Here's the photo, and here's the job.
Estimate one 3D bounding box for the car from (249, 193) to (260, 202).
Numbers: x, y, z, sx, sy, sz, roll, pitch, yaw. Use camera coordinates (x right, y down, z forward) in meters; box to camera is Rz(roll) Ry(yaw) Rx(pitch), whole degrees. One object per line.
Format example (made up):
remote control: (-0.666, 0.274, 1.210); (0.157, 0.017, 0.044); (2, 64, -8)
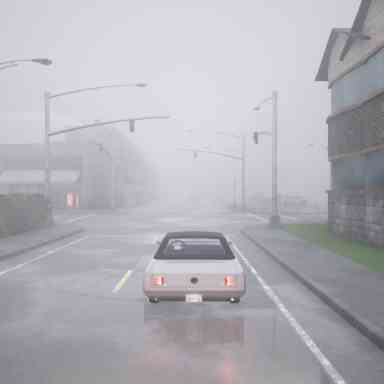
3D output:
car: (14.189, 1.092, 67.314); (3.866, 1.878, 1.905); (0, 0, 0)

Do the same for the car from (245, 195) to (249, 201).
car: (13.777, 1.113, 70.219); (4.605, 1.855, 1.932); (0, 0, 0)

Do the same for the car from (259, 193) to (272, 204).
car: (14.186, 1.169, 54.519); (5.027, 1.636, 2.152); (0, 0, 0)

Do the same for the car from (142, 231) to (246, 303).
car: (0.061, 1.601, 8.134); (1.895, 1.301, 4.718); (0, 0, 1)

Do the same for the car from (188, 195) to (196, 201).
car: (0.031, 1.530, 82.047); (1.994, 1.385, 4.181); (0, 0, 0)

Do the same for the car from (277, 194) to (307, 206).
car: (14.507, 1.248, 48.102); (3.806, 1.475, 1.970); (0, 0, 0)

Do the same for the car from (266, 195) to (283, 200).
car: (21.339, 1.400, 85.821); (3.806, 1.475, 1.970); (0, 0, 0)

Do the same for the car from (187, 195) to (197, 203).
car: (0.027, 1.350, 71.954); (2.097, 1.767, 4.553); (0, 0, 0)

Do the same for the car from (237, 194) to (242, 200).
car: (13.920, 1.389, 88.803); (3.633, 1.501, 1.845); (0, 0, 0)
